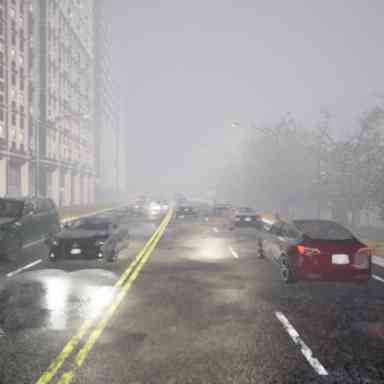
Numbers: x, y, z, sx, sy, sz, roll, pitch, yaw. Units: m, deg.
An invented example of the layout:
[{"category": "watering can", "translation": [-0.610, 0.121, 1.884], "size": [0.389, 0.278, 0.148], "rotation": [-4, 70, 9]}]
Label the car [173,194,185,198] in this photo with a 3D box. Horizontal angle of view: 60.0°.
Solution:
[{"category": "car", "translation": [-1.876, 1.484, 59.700], "size": [1.994, 1.385, 4.181], "rotation": [0, 0, -4]}]

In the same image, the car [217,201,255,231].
[{"category": "car", "translation": [3.007, 1.526, 20.587], "size": [2.033, 1.411, 5.357], "rotation": [0, 0, -1]}]

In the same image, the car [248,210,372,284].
[{"category": "car", "translation": [3.195, 1.494, 9.561], "size": [2.163, 1.488, 4.792], "rotation": [0, 0, -1]}]

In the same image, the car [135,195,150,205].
[{"category": "car", "translation": [-8.195, 1.336, 55.400], "size": [2.097, 1.767, 4.553], "rotation": [0, 0, -3]}]

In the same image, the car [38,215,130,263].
[{"category": "car", "translation": [-3.452, 1.554, 11.821], "size": [1.994, 1.385, 4.181], "rotation": [0, 0, -1]}]

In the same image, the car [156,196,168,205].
[{"category": "car", "translation": [-4.948, 1.457, 55.566], "size": [2.128, 1.511, 4.902], "rotation": [0, 0, -3]}]

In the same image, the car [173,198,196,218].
[{"category": "car", "translation": [-0.557, 1.516, 30.122], "size": [2.033, 1.411, 5.357], "rotation": [0, 0, -2]}]

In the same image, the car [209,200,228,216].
[{"category": "car", "translation": [2.691, 1.457, 31.639], "size": [2.128, 1.511, 4.902], "rotation": [0, 0, -2]}]

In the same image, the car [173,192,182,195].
[{"category": "car", "translation": [-3.062, 1.115, 75.024], "size": [2.150, 2.045, 5.566], "rotation": [0, 0, -5]}]

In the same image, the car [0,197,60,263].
[{"category": "car", "translation": [-6.702, 1.213, 12.228], "size": [2.150, 2.045, 5.566], "rotation": [0, 0, -1]}]
